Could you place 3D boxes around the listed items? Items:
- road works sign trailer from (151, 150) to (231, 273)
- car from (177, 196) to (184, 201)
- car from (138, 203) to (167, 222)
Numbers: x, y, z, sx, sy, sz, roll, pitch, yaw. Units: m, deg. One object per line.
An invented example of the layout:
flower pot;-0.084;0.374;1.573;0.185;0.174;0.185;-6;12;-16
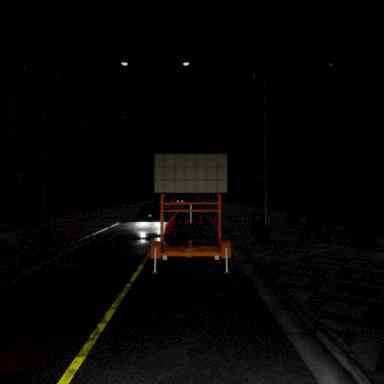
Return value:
road works sign trailer;-0.036;0.467;10.651;2.380;3.560;2.880;0;0;0
car;-3.348;1.777;94.916;2.033;1.411;5.357;0;0;0
car;-3.095;1.577;26.595;1.994;1.385;4.181;0;0;0
